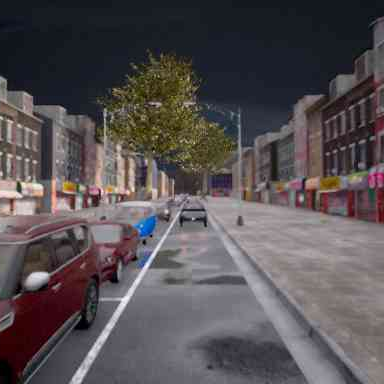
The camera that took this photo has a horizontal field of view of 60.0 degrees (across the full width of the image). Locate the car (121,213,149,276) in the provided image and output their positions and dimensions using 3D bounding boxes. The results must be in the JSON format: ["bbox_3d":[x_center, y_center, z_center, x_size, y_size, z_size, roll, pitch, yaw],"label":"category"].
[{"bbox_3d":[-2.619,1.546,9.767,1.887,1.381,4.507,2,0,0],"label":"car"}]

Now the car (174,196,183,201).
[{"bbox_3d":[-2.627,1.602,48.513,1.802,1.307,4.206,2,0,0],"label":"car"}]

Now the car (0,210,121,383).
[{"bbox_3d":[-2.611,1.316,4.232,2.192,1.841,5.009,2,0,0],"label":"car"}]

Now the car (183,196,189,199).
[{"bbox_3d":[0.092,1.578,42.512,1.994,1.385,4.181,0,0,0],"label":"car"}]

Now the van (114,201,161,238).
[{"bbox_3d":[-2.614,1.344,15.303,1.690,1.788,3.998,2,0,0],"label":"van"}]

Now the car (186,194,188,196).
[{"bbox_3d":[-2.632,1.629,76.189,1.947,1.339,4.313,2,0,0],"label":"car"}]

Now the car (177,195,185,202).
[{"bbox_3d":[-2.632,1.599,81.555,1.752,1.417,4.829,2,0,0],"label":"car"}]

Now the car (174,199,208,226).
[{"bbox_3d":[0.095,1.496,23.502,2.128,1.511,4.902,0,0,0],"label":"car"}]

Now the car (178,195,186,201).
[{"bbox_3d":[-2.633,1.630,87.259,1.887,1.381,4.507,2,0,0],"label":"car"}]

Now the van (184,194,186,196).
[{"bbox_3d":[-2.623,1.385,65.119,1.690,1.788,3.998,2,0,0],"label":"van"}]

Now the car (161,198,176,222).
[{"bbox_3d":[-2.619,1.446,26.373,1.967,1.590,4.097,2,0,0],"label":"car"}]

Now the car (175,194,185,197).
[{"bbox_3d":[-2.627,1.560,59.414,1.752,1.417,4.829,2,0,0],"label":"car"}]

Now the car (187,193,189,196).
[{"bbox_3d":[-2.634,1.649,92.795,2.008,1.369,4.403,1,0,0],"label":"car"}]
